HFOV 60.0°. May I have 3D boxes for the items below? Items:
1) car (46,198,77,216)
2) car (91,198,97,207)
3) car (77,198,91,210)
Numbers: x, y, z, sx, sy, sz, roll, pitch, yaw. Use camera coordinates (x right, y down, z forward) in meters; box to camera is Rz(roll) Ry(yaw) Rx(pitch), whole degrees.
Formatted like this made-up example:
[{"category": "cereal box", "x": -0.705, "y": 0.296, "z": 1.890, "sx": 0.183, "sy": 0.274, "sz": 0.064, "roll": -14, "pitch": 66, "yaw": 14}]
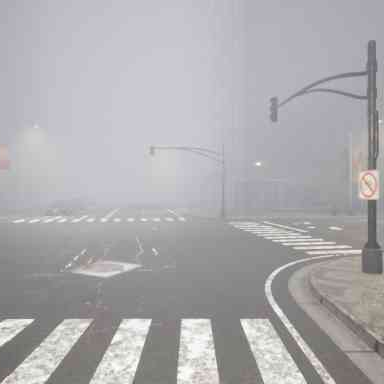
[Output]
[{"category": "car", "x": -13.216, "y": 1.542, "z": 33.473, "sx": 1.812, "sy": 1.442, "sz": 4.674, "roll": 0, "pitch": 0, "yaw": -10}, {"category": "car", "x": -16.406, "y": 1.600, "z": 53.148, "sx": 1.994, "sy": 1.385, "sz": 4.181, "roll": 0, "pitch": 0, "yaw": -9}, {"category": "car", "x": -14.808, "y": 1.503, "z": 43.305, "sx": 1.882, "sy": 1.535, "sz": 5.008, "roll": 0, "pitch": 0, "yaw": -9}]
